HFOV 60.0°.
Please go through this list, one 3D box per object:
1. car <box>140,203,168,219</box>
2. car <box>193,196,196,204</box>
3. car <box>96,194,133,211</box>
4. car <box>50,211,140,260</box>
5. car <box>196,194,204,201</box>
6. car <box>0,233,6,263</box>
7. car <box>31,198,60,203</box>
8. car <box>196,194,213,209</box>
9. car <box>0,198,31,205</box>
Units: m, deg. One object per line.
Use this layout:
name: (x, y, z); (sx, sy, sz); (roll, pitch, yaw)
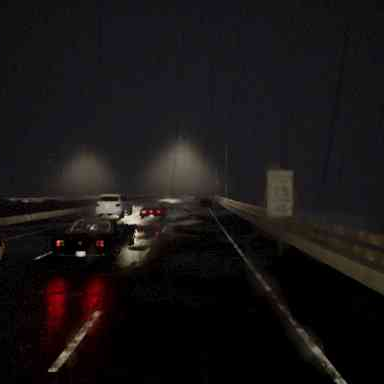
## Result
car: (-3.159, 1.581, 28.285); (1.895, 1.301, 4.718); (0, 0, 1)
car: (1.165, 1.466, 63.229); (1.882, 1.535, 5.008); (0, 0, 2)
car: (-6.647, 1.201, 29.039); (2.150, 2.045, 5.566); (0, 0, 1)
car: (-3.349, 1.589, 12.307); (1.895, 1.301, 4.718); (0, 0, 0)
car: (2.020, 1.306, 83.409); (1.882, 1.535, 5.008); (0, 0, 3)
car: (-6.872, 1.467, 8.610); (1.882, 1.535, 5.008); (0, 0, 0)
car: (-17.107, 1.503, 40.194); (1.812, 1.442, 4.674); (0, 0, 2)
car: (1.802, 1.460, 44.391); (1.882, 1.535, 5.008); (0, 0, 1)
car: (-20.609, 1.541, 39.735); (1.994, 1.385, 4.181); (0, 0, 2)
